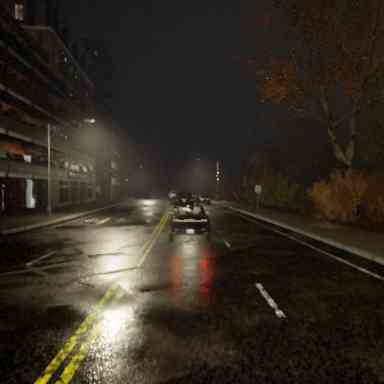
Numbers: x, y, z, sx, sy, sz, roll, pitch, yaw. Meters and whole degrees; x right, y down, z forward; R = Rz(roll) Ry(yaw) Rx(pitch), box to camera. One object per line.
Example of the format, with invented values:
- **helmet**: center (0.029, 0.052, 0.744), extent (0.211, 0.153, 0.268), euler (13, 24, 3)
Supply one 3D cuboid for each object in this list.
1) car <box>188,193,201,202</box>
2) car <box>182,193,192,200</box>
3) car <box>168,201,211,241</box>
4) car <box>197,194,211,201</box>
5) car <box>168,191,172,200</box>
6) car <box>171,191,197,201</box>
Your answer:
- **car**: center (0.391, 1.073, 62.472), extent (1.882, 1.535, 5.008), euler (0, 1, -5)
- **car**: center (-1.244, 0.965, 77.964), extent (1.882, 1.535, 5.008), euler (0, 0, -7)
- **car**: center (-0.135, 1.393, 16.134), extent (2.128, 1.511, 4.902), euler (0, 0, -1)
- **car**: center (1.614, 1.186, 47.763), extent (2.128, 1.511, 4.902), euler (0, 0, -4)
- **car**: center (-4.093, 0.743, 74.172), extent (2.150, 2.045, 5.566), euler (0, 0, -6)
- **car**: center (-0.959, 0.990, 37.011), extent (2.150, 2.045, 5.566), euler (0, 0, -3)
